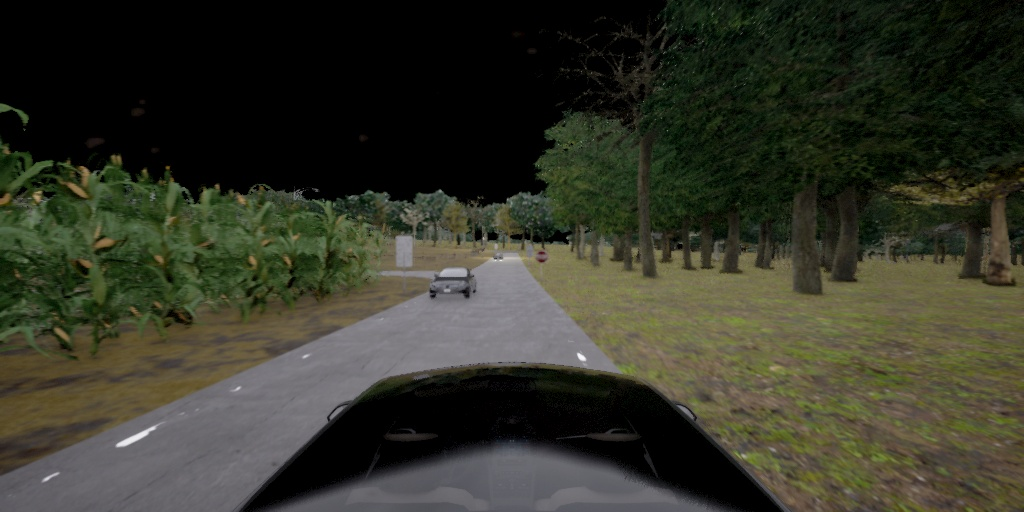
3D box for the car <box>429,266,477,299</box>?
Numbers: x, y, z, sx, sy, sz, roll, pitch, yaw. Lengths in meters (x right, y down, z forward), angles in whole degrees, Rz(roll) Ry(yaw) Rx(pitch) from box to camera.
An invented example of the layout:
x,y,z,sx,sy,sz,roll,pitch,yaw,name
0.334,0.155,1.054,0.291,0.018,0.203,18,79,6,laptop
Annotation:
x,y,z,sx,sy,sz,roll,pitch,yaw,name
-2.816,1.261,17.991,1.812,1.442,4.674,0,0,0,car
